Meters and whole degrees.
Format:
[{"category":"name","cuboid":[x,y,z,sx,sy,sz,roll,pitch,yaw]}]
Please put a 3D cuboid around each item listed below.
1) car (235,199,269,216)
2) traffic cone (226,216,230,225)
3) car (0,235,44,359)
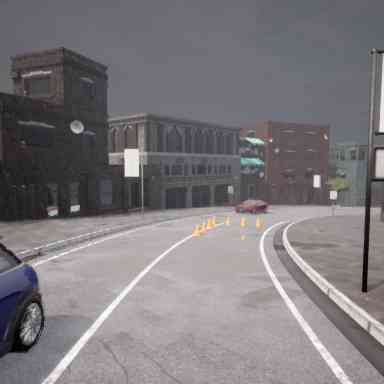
[{"category":"car","cuboid":[6.131,1.481,33.798,1.882,1.535,5.008,3,1,35]},{"category":"traffic cone","cuboid":[2.485,1.955,22.674,0.340,0.580,0.340,2,0,12]},{"category":"car","cuboid":[-3.359,1.343,3.123,2.097,1.767,4.553,0,0,3]}]
